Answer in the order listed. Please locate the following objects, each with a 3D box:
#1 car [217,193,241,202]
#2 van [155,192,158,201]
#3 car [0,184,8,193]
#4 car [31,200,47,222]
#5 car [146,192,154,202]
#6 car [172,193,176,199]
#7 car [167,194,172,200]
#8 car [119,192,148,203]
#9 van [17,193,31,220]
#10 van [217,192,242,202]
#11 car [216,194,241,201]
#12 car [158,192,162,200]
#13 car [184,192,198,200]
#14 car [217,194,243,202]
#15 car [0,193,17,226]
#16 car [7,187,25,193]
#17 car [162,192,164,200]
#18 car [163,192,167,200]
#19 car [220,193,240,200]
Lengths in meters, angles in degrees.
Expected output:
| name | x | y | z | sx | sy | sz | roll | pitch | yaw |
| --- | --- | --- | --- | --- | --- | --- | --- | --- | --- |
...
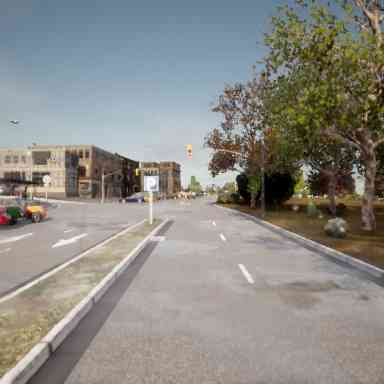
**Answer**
| name | x | y | z | sx | sy | sz | roll | pitch | yaw |
| --- | --- | --- | --- | --- | --- | --- | --- | --- | --- |
| car | 7.651 | 1.141 | 68.807 | 4.553 | 1.767 | 2.185 | 1 | 0 | -14 |
| van | -10.257 | 1.091 | 72.223 | 4.442 | 1.987 | 1.878 | -1 | 0 | -14 |
| car | -31.172 | -0.429 | 54.162 | 2.435 | 2.045 | 5.566 | 6 | -3 | -19 |
| car | -13.633 | 1.401 | 25.431 | 4.553 | 1.767 | 2.185 | -1 | 0 | -19 |
| car | -10.815 | 1.313 | 66.231 | 5.366 | 1.575 | 1.946 | -1 | 0 | -15 |
| car | -8.024 | 1.064 | 90.180 | 5.566 | 2.045 | 2.435 | -1 | 0 | -12 |
| car | -8.473 | 1.356 | 87.173 | 4.674 | 1.452 | 2.002 | -1 | 0 | -12 |
| car | -11.459 | 1.356 | 63.238 | 4.792 | 1.488 | 2.163 | -1 | 0 | -15 |
| van | -13.608 | 1.294 | 22.454 | 4.442 | 1.987 | 1.878 | -1 | 0 | -19 |
| van | 7.268 | 1.042 | 65.837 | 4.442 | 1.987 | 1.878 | 1 | 0 | -14 |
| car | 8.167 | 1.257 | 74.652 | 5.366 | 1.575 | 1.946 | 1 | 0 | -13 |
| car | -10.030 | 1.320 | 75.194 | 4.892 | 1.521 | 2.231 | -1 | 0 | -14 |
| car | -0.247 | 1.287 | 89.834 | 1.837 | 1.490 | 4.892 | 0 | 0 | 8 |
| car | 8.186 | 1.263 | 71.801 | 5.366 | 1.575 | 1.946 | 1 | 0 | -13 |
| car | -13.723 | 1.264 | 19.417 | 5.566 | 2.045 | 2.435 | -1 | 0 | -20 |
| car | -28.177 | 0.134 | 54.103 | 2.002 | 1.452 | 4.674 | 6 | -3 | -19 |
| car | -9.658 | 1.358 | 78.189 | 4.674 | 1.452 | 2.002 | -1 | 0 | -13 |
| car | -9.287 | 1.357 | 81.191 | 4.674 | 1.452 | 2.002 | -1 | 0 | -13 |
| car | 9.438 | 1.128 | 83.507 | 4.553 | 1.767 | 2.185 | 1 | 0 | -12 |
